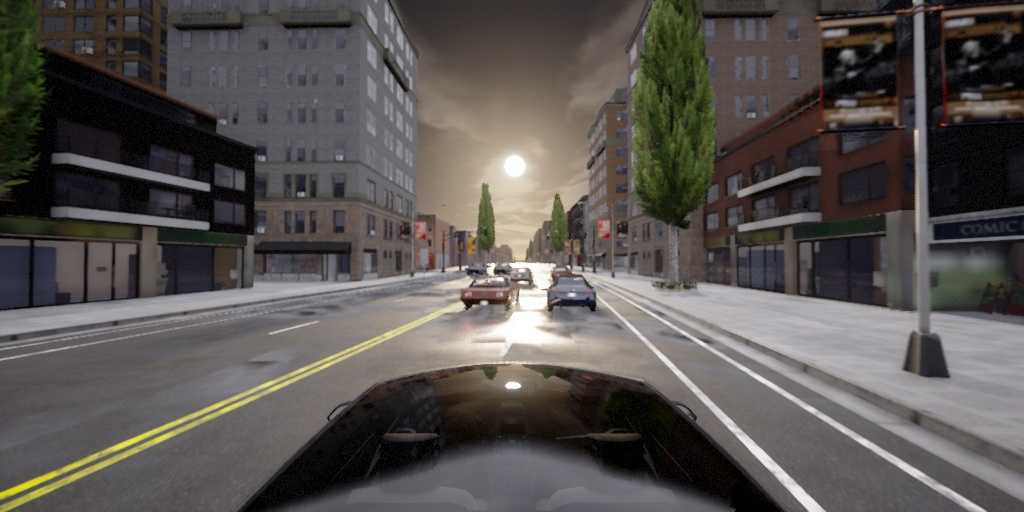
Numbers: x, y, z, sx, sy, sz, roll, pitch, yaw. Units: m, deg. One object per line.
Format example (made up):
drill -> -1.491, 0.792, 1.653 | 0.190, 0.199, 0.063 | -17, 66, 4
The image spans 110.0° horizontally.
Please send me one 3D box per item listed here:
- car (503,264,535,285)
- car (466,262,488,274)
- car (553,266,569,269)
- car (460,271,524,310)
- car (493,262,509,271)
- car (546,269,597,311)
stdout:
car -> 0.828, 1.602, 29.874 | 2.033, 1.411, 5.357 | 0, -1, 6
car -> -4.382, 1.579, 45.339 | 2.097, 1.767, 4.553 | 0, -1, 5
car -> 4.205, 1.593, 30.897 | 1.812, 1.442, 4.674 | 0, 0, 6
car -> -0.750, 1.496, 15.618 | 1.895, 1.301, 4.718 | 0, -1, 7
car -> -1.139, 1.579, 45.114 | 2.097, 1.767, 4.553 | 0, -1, 5
car -> 2.515, 1.460, 15.525 | 1.994, 1.385, 4.181 | 0, -1, 7
